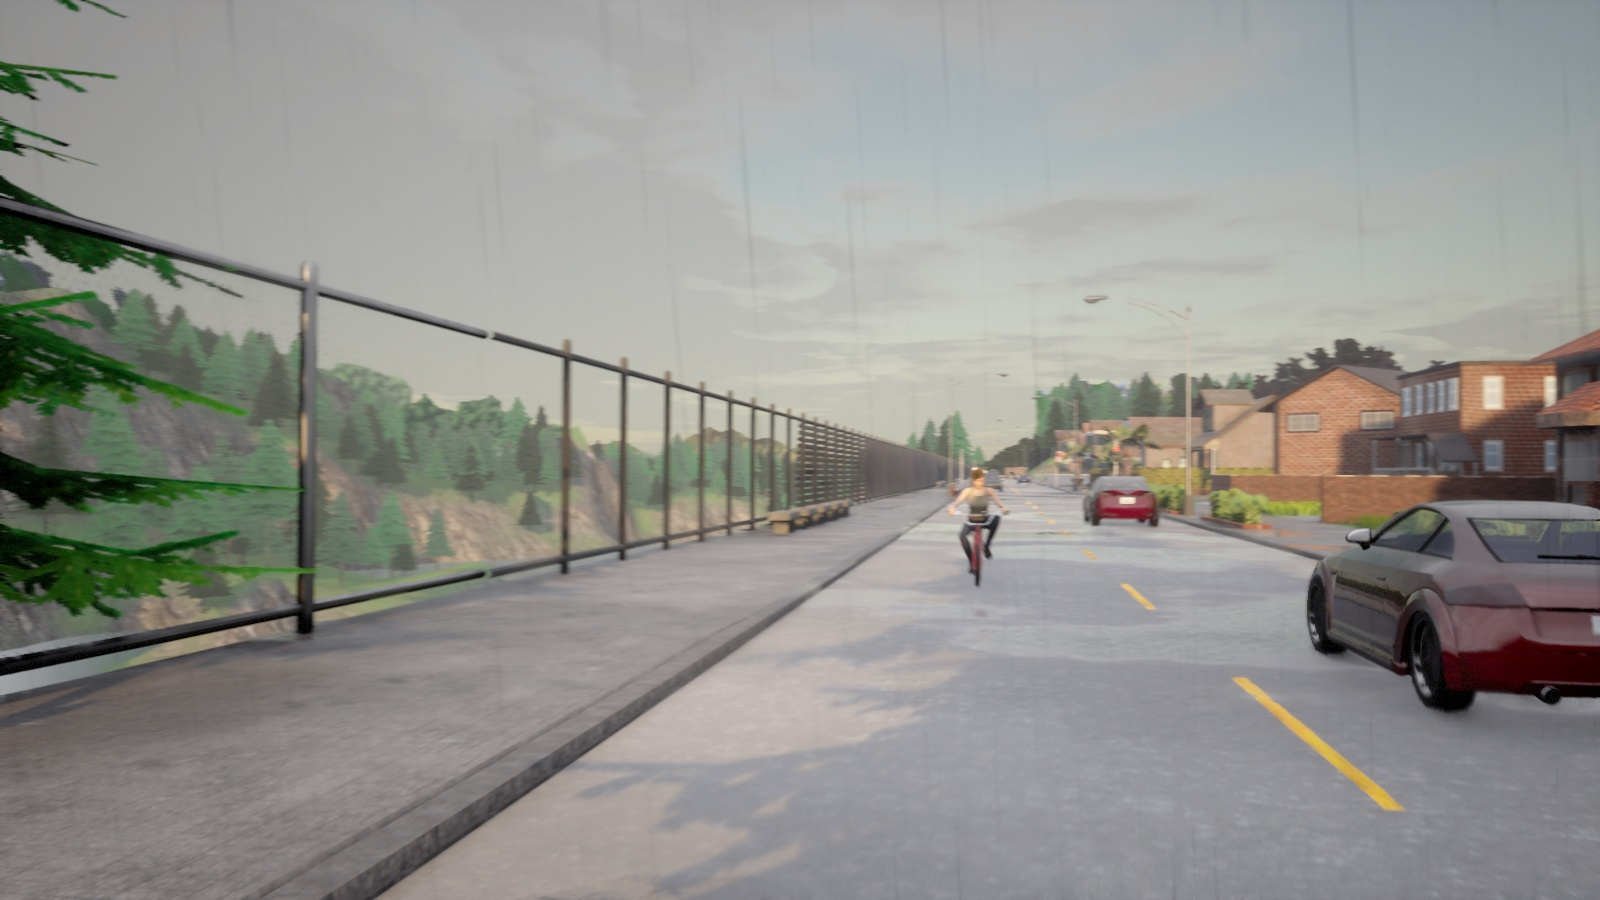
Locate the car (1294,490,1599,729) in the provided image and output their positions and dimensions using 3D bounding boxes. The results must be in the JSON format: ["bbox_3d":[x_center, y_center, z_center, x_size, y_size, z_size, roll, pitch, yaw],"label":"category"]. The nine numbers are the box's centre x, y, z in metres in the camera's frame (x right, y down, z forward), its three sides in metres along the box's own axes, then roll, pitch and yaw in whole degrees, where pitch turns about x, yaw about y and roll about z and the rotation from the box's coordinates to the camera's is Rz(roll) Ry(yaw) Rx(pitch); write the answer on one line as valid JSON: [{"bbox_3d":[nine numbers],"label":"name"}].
[{"bbox_3d":[5.340,1.034,9.671,1.994,1.385,4.181,0,-1,9],"label":"car"}]

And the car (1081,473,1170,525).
[{"bbox_3d":[9.858,1.451,38.361,2.163,1.488,4.792,0,-1,9],"label":"car"}]

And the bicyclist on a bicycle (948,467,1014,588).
[{"bbox_3d":[2.536,1.045,17.531,0.866,1.612,1.509,0,-1,9],"label":"bicyclist on a bicycle"}]
